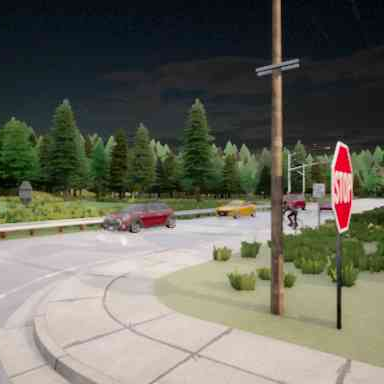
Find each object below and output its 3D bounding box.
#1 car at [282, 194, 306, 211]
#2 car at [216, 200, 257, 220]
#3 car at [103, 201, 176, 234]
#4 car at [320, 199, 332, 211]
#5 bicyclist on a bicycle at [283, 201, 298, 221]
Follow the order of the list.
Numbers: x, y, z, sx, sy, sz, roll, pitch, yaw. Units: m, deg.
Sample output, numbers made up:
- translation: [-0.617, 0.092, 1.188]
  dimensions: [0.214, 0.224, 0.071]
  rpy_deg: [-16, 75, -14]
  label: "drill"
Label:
- translation: [11.862, 1.246, 39.699]
  dimensions: [2.150, 2.045, 5.566]
  rpy_deg: [0, 0, 37]
  label: "car"
- translation: [3.914, 1.505, 29.008]
  dimensions: [1.882, 1.535, 5.008]
  rpy_deg: [0, 0, 36]
  label: "car"
- translation: [-3.010, 1.379, 19.660]
  dimensions: [2.097, 1.767, 4.553]
  rpy_deg: [0, 0, 36]
  label: "car"
- translation: [16.691, 1.584, 40.036]
  dimensions: [1.994, 1.385, 4.181]
  rpy_deg: [0, 0, 35]
  label: "car"
- translation: [5.283, 1.313, 18.289]
  dimensions: [1.656, 1.620, 0.582]
  rpy_deg: [-1, 0, 37]
  label: "bicyclist on a bicycle"
